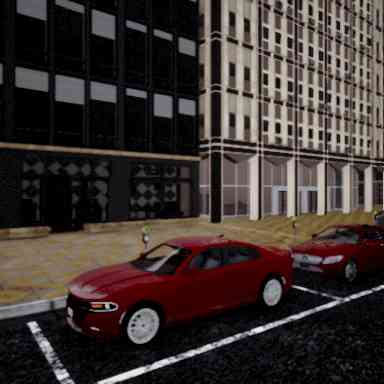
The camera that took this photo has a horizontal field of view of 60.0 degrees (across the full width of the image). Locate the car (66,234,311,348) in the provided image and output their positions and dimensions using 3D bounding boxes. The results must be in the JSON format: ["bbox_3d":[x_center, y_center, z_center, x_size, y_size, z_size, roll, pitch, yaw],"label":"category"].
[{"bbox_3d":[0.009,1.546,6.289,4.507,1.381,1.887,0,0,-36],"label":"car"}]

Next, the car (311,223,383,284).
[{"bbox_3d":[4.514,1.584,9.531,4.206,1.307,1.802,0,0,-36],"label":"car"}]
